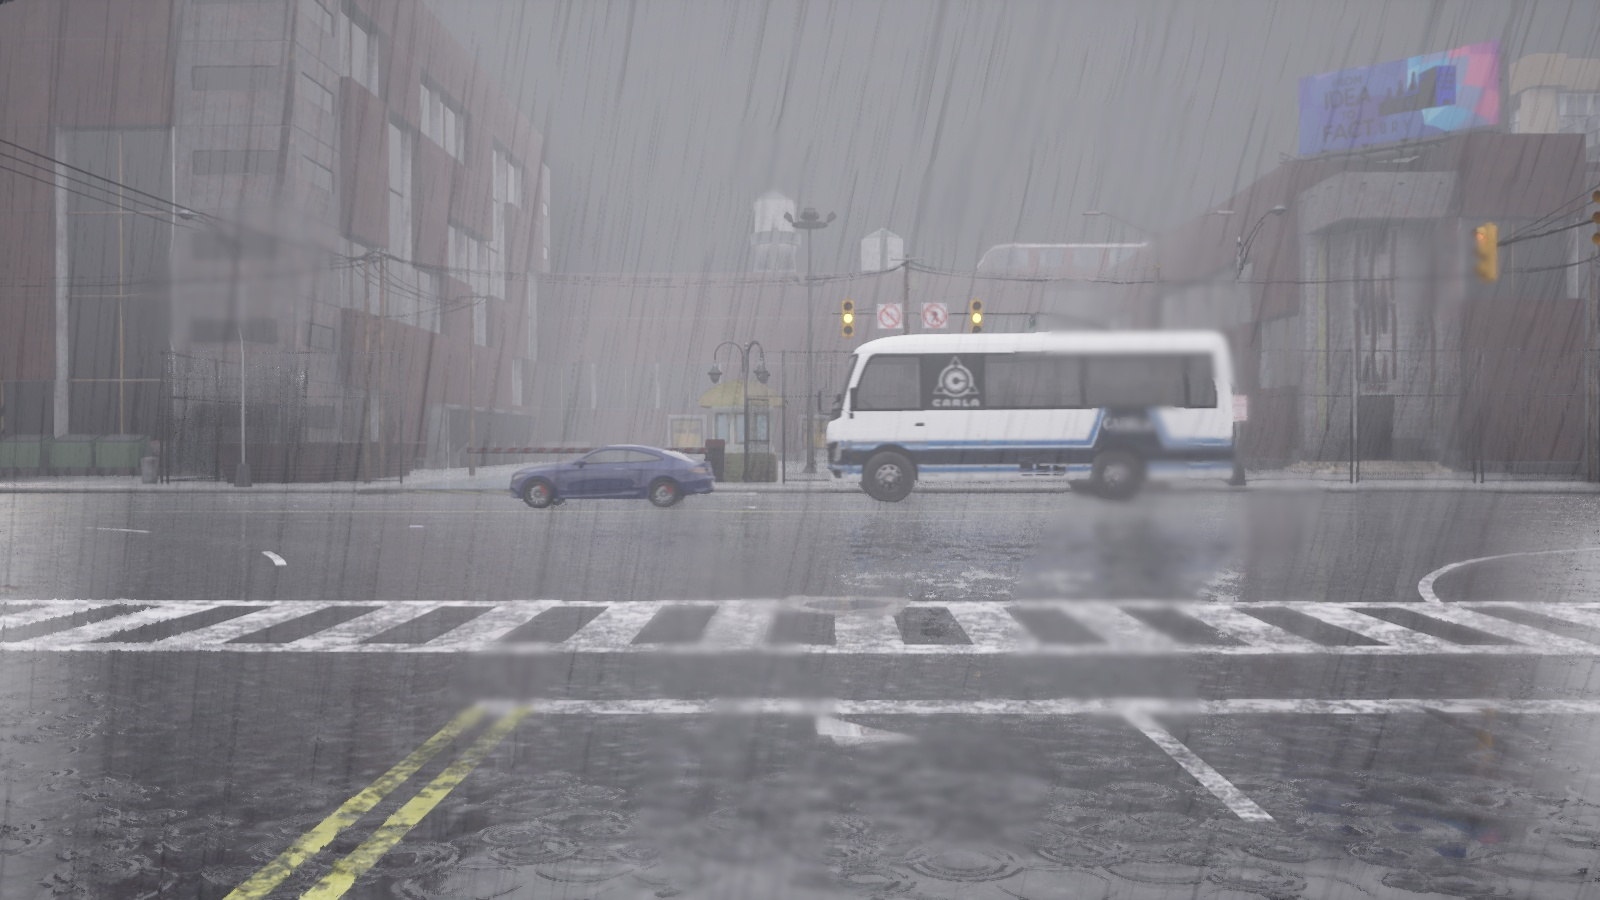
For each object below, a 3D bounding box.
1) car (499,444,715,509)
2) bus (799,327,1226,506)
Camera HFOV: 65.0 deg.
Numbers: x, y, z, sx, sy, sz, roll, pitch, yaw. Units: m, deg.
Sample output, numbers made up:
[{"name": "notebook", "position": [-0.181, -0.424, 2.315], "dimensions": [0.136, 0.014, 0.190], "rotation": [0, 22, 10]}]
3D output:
[{"name": "car", "position": [-4.365, 0.594, 28.858], "dimensions": [4.674, 1.442, 1.812], "rotation": [0, 0, 1]}, {"name": "bus", "position": [5.123, -0.821, 32.226], "dimensions": [10.273, 4.253, 3.944], "rotation": [0, 0, 0]}]
